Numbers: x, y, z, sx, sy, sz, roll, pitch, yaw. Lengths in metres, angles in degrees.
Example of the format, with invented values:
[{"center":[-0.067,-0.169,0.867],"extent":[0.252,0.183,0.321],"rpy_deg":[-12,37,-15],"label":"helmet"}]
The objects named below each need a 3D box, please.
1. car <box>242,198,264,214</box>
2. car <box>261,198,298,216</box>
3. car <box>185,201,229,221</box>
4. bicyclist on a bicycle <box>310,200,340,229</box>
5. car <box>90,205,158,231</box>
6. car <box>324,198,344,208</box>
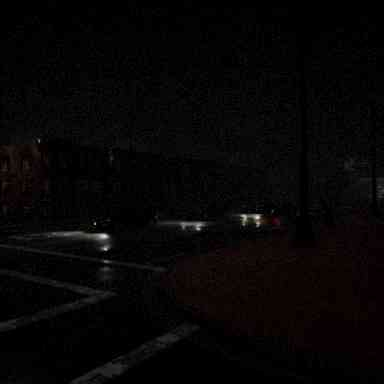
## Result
[{"center":[7.418,1.477,37.153],"extent":[2.097,1.767,4.553],"rpy_deg":[-1,0,37],"label":"car"},{"center":[8.969,1.605,33.075],"extent":[1.812,1.442,4.674],"rpy_deg":[-1,-1,37],"label":"car"},{"center":[1.365,1.602,29.101],"extent":[1.882,1.535,5.008],"rpy_deg":[-1,-1,37],"label":"car"},{"center":[7.645,1.292,19.177],"extent":[1.656,1.620,0.582],"rpy_deg":[-1,-1,37],"label":"bicyclist on a bicycle"},{"center":[-4.281,1.628,21.581],"extent":[1.837,1.490,4.892],"rpy_deg":[-1,0,37],"label":"car"},{"center":[20.763,1.629,48.809],"extent":[2.033,1.411,5.357],"rpy_deg":[-1,-1,37],"label":"car"}]
